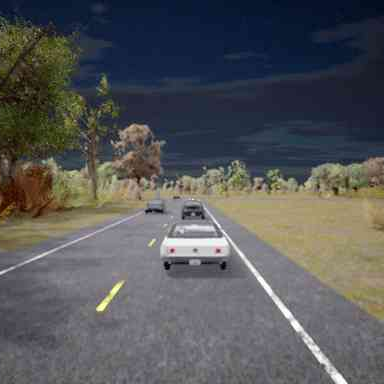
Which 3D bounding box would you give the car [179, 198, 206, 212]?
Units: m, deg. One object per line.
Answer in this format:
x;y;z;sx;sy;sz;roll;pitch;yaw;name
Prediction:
0.088;1.445;27.895;1.837;1.490;4.892;0;0;0;car

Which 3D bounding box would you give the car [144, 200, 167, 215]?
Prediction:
-3.603;1.474;33.804;2.033;1.411;5.357;0;0;0;car

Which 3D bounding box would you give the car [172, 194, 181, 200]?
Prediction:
-3.513;1.210;76.471;1.895;1.301;4.718;0;0;0;car

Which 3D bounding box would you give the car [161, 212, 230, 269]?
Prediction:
0.091;1.578;11.083;1.895;1.301;4.718;0;0;0;car
